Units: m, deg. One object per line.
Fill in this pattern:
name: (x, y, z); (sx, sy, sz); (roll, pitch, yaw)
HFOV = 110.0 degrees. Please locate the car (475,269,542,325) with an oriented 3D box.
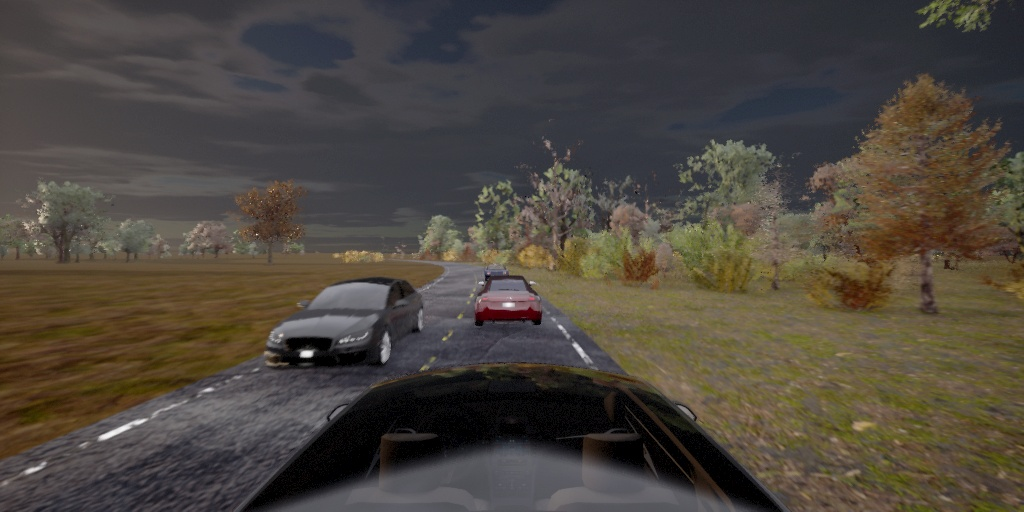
car: (-0.167, 1.312, 11.850); (1.994, 1.385, 4.181); (0, 0, -2)

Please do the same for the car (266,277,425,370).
car: (-3.232, 1.259, 7.950); (1.837, 1.490, 4.892); (0, 0, -2)

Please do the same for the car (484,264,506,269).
car: (-1.393, 1.349, 29.770); (1.895, 1.301, 4.718); (0, 0, -6)
